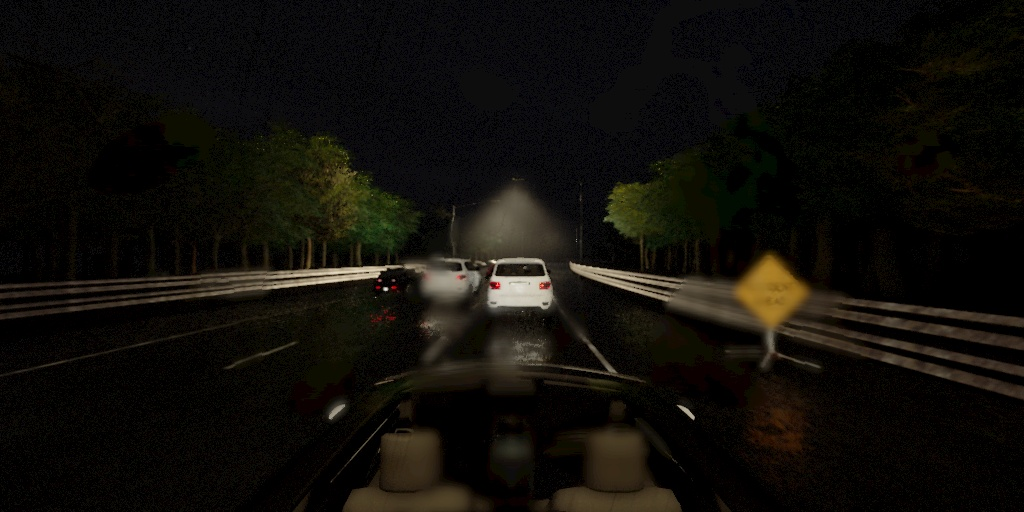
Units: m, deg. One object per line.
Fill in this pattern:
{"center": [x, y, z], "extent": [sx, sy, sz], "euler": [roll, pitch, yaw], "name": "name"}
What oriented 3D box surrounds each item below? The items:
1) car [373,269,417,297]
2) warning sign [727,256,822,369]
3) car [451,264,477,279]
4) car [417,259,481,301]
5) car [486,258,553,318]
{"center": [-6.363, 1.462, 20.833], "extent": [1.837, 1.490, 4.892], "euler": [0, 0, 3], "name": "car"}
{"center": [4.585, 0.922, 6.357], "extent": [1.300, 1.860, 1.060], "euler": [0, 0, 1], "name": "warning sign"}
{"center": [-5.096, 1.642, 38.534], "extent": [1.812, 1.442, 4.674], "euler": [0, 0, 5], "name": "car"}
{"center": [-2.967, 1.160, 18.834], "extent": [2.150, 2.045, 5.566], "euler": [0, 0, 2], "name": "car"}
{"center": [0.339, 1.110, 13.854], "extent": [2.150, 2.045, 5.566], "euler": [0, 0, 2], "name": "car"}
